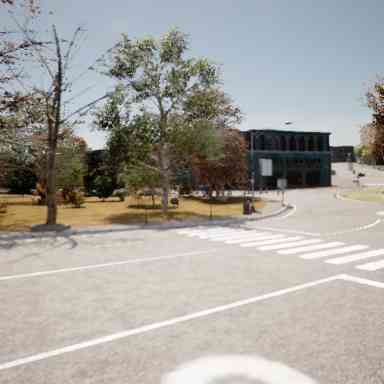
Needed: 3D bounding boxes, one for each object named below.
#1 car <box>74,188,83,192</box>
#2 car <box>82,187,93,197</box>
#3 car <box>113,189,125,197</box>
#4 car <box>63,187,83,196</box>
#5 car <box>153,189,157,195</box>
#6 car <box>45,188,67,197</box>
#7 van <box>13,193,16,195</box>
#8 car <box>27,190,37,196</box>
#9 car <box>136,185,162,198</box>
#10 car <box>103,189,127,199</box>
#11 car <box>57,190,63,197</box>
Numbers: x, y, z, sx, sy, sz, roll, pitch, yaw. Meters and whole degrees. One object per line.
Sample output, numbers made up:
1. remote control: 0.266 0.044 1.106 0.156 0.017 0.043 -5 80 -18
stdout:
1. car: -21.696 0.355 68.822 2.163 1.488 4.792 -1 2 17
2. car: -19.325 0.195 67.067 2.185 1.767 4.553 -1 2 17
3. car: -12.216 0.128 61.642 2.185 1.767 4.553 -2 1 16
4. car: -24.057 0.066 70.631 2.435 2.045 5.566 0 2 18
5. car: -5.014 0.131 56.397 2.231 1.521 4.892 -1 2 16
6. car: -31.079 0.106 76.143 2.185 1.767 4.553 0 2 18
7. van: -42.643 -0.179 85.403 1.878 1.987 4.442 0 3 19
8. car: -38.019 0.118 81.754 2.097 1.535 5.008 0 2 19
9. car: -7.433 -0.079 58.110 2.435 2.045 5.566 -1 2 16
10. car: -14.628 0.290 63.270 1.946 1.575 5.366 -1 2 17
11. car: -28.729 0.266 74.334 2.097 1.535 5.008 0 2 18
